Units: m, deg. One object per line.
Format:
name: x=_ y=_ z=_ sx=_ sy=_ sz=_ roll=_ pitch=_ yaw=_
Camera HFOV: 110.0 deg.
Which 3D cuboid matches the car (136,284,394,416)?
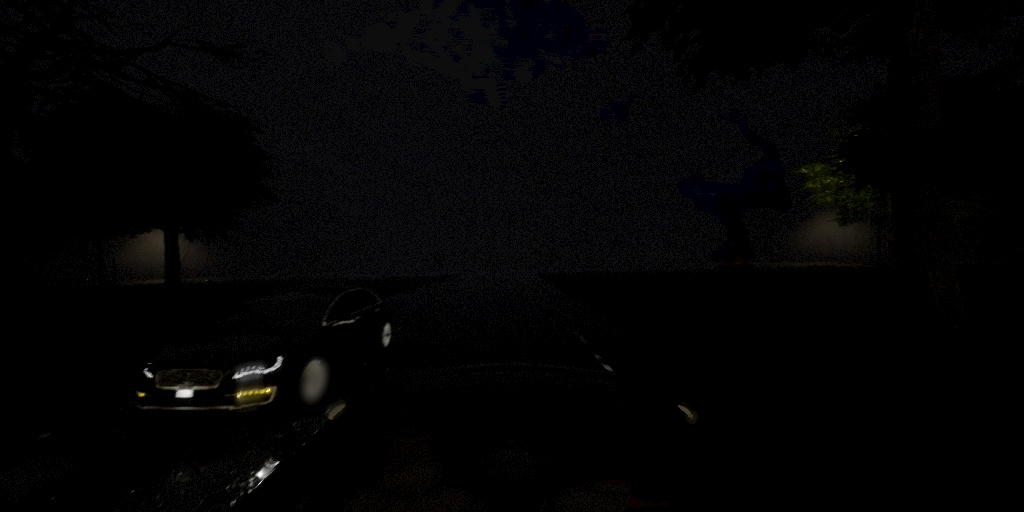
car: x=-3.598 y=1.302 z=6.373 sx=1.837 sy=1.490 sz=4.892 roll=0 pitch=-1 yaw=0
